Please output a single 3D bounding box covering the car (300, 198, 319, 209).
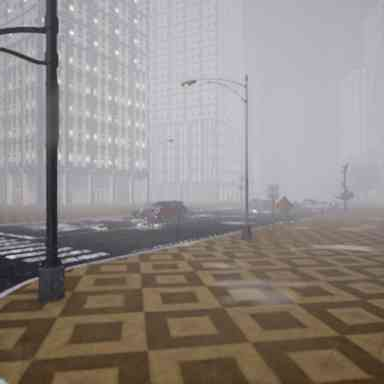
[{"bbox_3d":[18.784,1.776,53.006,1.882,1.535,5.008,0,0,31],"label":"car"}]

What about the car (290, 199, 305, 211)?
[{"bbox_3d":[13.554,1.845,44.615,1.895,1.301,4.718,0,0,33],"label":"car"}]

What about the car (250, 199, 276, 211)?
[{"bbox_3d":[10.084,1.766,45.434,1.812,1.442,4.674,0,-1,34],"label":"car"}]

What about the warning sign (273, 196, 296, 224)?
[{"bbox_3d":[6.457,1.222,23.221,1.300,1.860,1.060,0,0,34],"label":"warning sign"}]

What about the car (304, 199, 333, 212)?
[{"bbox_3d":[16.462,1.844,43.129,1.895,1.301,4.718,0,0,33],"label":"car"}]

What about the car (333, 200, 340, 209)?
[{"bbox_3d":[21.577,1.896,51.343,1.895,1.301,4.718,0,0,31],"label":"car"}]

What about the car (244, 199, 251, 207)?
[{"bbox_3d":[9.566,1.774,50.546,1.837,1.490,4.892,0,-1,33],"label":"car"}]

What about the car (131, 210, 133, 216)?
[{"bbox_3d":[-3.310,1.674,31.448,2.033,1.411,5.357,0,0,34],"label":"car"}]

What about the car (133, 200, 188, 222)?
[{"bbox_3d":[-2.256,1.457,27.235,2.097,1.767,4.553,0,0,34],"label":"car"}]
